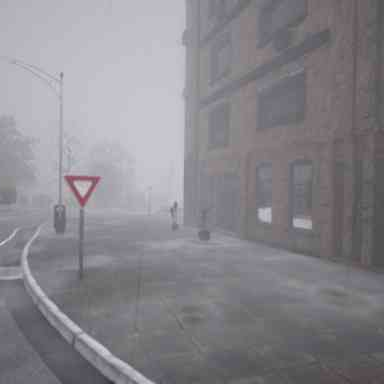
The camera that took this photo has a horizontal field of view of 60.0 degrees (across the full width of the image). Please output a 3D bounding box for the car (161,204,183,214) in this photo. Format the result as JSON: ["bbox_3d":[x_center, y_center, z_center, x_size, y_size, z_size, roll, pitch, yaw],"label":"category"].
[{"bbox_3d":[-2.198,2.386,45.872,1.895,1.301,4.718,1,-3,32],"label":"car"}]
